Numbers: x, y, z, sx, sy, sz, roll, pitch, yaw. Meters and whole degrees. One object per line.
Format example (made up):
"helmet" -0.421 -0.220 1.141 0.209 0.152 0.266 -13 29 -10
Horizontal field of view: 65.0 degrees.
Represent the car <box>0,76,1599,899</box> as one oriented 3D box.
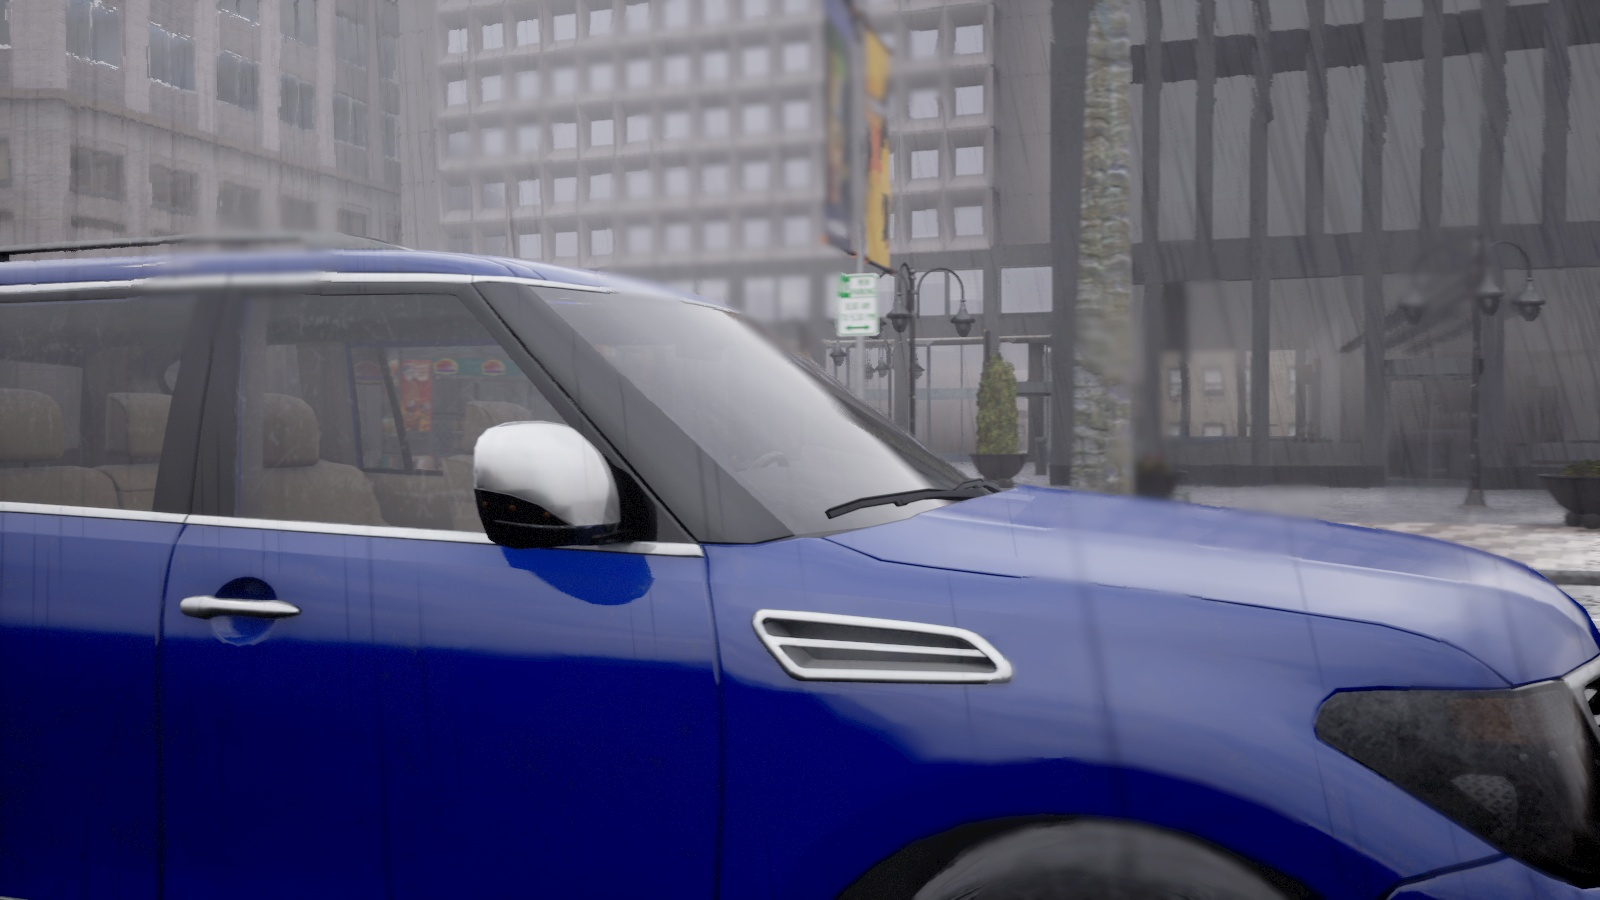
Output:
"car" -0.894 0.486 3.490 5.566 2.045 2.150 1 1 19
